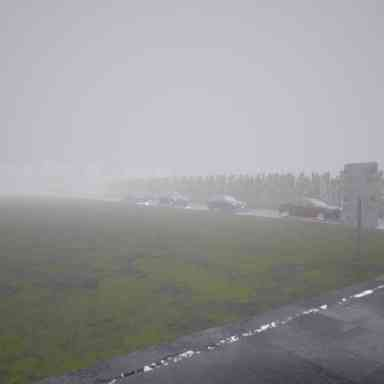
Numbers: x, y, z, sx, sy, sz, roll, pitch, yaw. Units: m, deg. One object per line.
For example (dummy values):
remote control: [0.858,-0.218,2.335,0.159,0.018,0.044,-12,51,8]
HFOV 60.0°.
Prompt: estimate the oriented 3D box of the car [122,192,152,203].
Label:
car: [-8.374,0.771,48.634,2.033,1.411,5.357,1,1,-35]

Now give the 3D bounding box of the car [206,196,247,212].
car: [3.285,1.100,32.366,1.812,1.442,4.674,1,1,-36]

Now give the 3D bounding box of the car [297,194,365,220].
car: [11.002,1.114,26.681,2.097,1.767,4.553,1,1,-36]

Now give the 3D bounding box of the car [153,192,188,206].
car: [-2.400,0.754,40.277,2.097,1.767,4.553,1,1,-36]

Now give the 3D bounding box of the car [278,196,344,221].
car: [8.744,1.218,24.679,1.882,1.535,5.008,1,0,-34]
